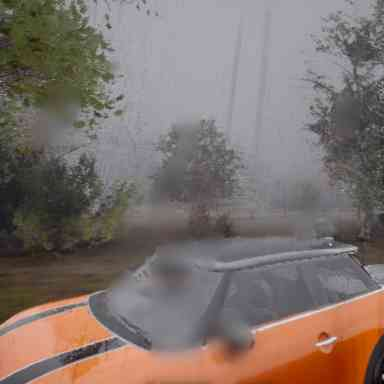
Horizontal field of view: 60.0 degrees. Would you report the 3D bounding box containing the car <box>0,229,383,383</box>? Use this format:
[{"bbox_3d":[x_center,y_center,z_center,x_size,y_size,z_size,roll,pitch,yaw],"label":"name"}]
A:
[{"bbox_3d":[0.172,1.348,3.423,4.553,1.767,2.097,0,0,-32],"label":"car"}]
